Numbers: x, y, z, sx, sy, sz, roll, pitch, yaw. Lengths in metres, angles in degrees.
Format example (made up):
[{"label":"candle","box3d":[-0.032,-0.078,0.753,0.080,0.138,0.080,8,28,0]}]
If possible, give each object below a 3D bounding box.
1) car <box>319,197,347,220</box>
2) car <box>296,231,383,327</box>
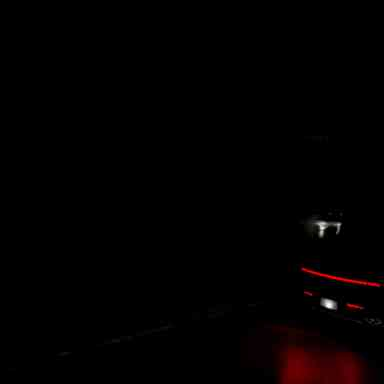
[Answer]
[{"label":"car","box3d":[13.696,1.535,31.215,2.150,2.045,5.566,0,0,37]},{"label":"car","box3d":[4.139,1.583,6.836,4.892,1.490,1.837,1,0,-37]}]
